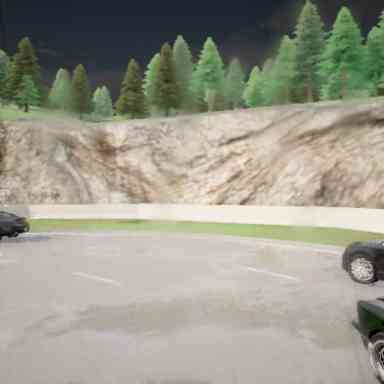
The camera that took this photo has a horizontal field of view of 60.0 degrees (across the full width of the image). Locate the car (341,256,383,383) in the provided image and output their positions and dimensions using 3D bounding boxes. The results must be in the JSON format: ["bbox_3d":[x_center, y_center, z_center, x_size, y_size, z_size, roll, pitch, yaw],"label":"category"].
[{"bbox_3d":[3.260,1.563,2.294,1.895,1.301,4.718,-1,0,-8],"label":"car"}]

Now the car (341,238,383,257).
[{"bbox_3d":[5.408,1.441,6.863,1.837,1.490,4.892,1,-1,-23],"label":"car"}]

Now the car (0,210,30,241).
[{"bbox_3d":[-10.540,1.617,16.201,4.892,1.490,1.837,-1,-1,-1],"label":"car"}]
